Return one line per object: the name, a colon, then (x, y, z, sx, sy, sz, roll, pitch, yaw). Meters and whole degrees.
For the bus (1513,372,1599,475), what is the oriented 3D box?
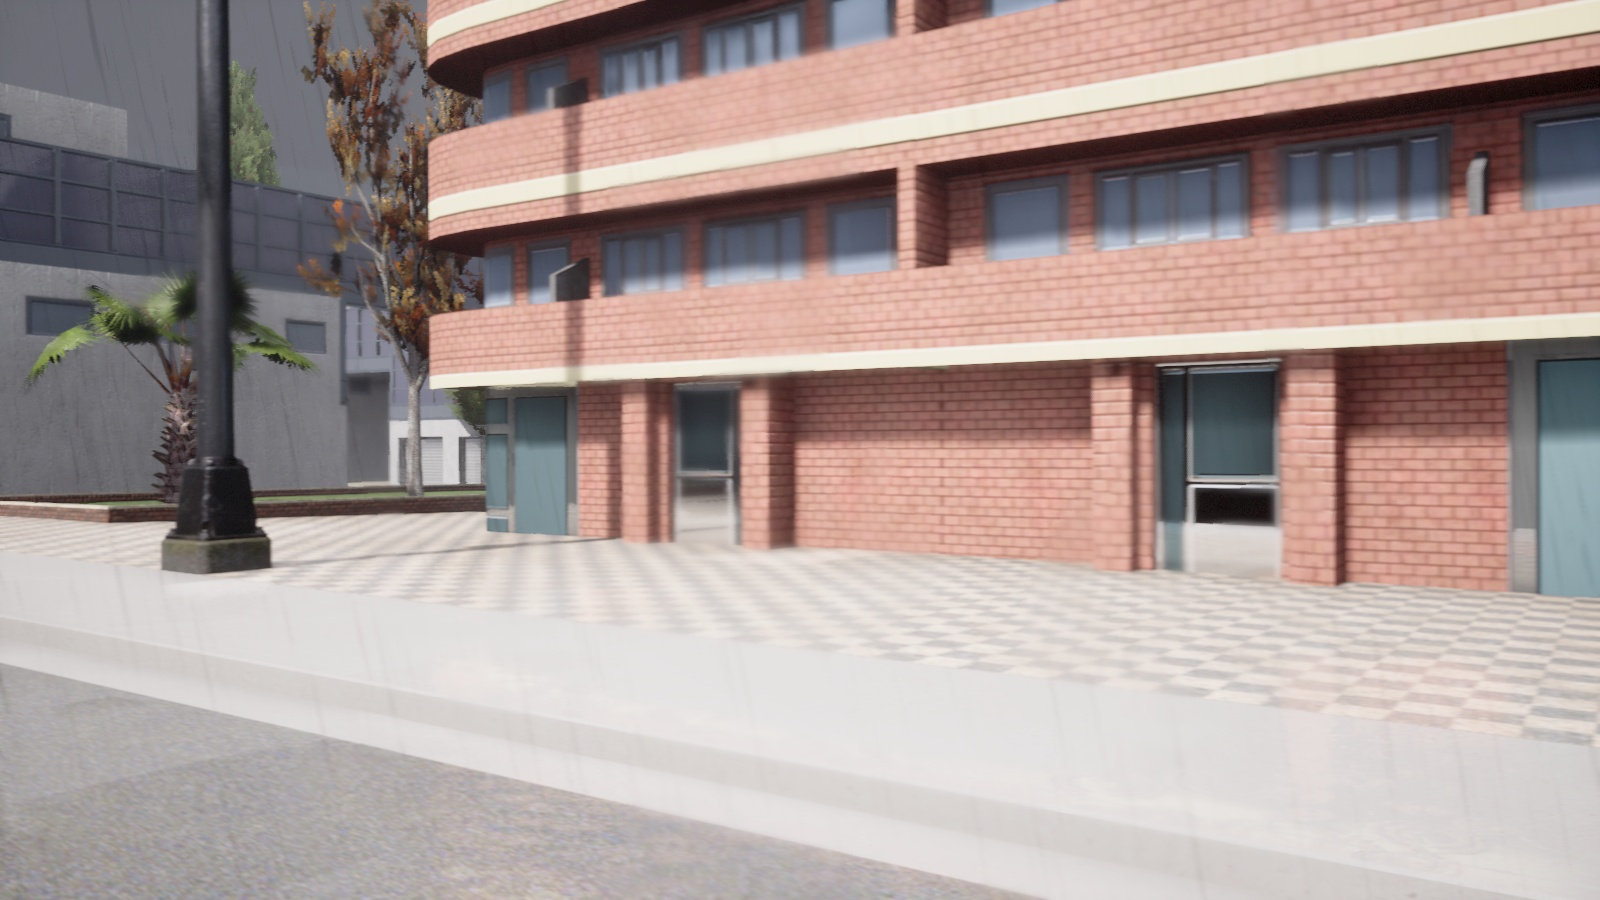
bus: (36.015, -1.169, 52.723, 10.273, 4.253, 3.944, -1, 0, 33)
